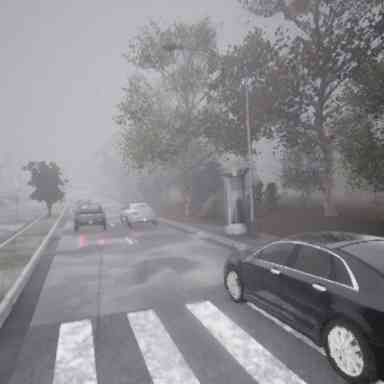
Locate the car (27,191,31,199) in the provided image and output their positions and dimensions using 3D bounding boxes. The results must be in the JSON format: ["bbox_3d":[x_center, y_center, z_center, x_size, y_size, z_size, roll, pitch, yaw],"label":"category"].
[{"bbox_3d":[-39.605,1.313,74.524,4.792,1.488,2.163,-4,2,-39],"label":"car"}]

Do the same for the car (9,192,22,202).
[{"bbox_3d":[-34.728,1.186,60.329,5.566,2.045,2.435,-4,2,-39],"label":"car"}]

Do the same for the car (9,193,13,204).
[{"bbox_3d":[-31.624,1.544,51.971,5.366,1.575,1.946,-4,2,-39],"label":"car"}]

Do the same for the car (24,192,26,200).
[{"bbox_3d":[-37.665,1.214,68.851,4.553,1.767,2.185,-4,2,-39],"label":"car"}]

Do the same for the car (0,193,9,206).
[{"bbox_3d":[-30.782,1.351,49.030,5.566,2.045,2.435,-4,2,-39],"label":"car"}]

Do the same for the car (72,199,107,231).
[{"bbox_3d":[-6.463,1.494,21.011,2.128,1.511,4.902,-2,1,-19],"label":"car"}]

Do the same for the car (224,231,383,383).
[{"bbox_3d":[2.140,1.410,5.418,1.837,1.490,4.892,-2,1,-19],"label":"car"}]

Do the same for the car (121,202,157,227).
[{"bbox_3d":[-3.585,1.416,22.022,1.812,1.442,4.674,-2,1,-19],"label":"car"}]

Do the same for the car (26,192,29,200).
[{"bbox_3d":[-38.617,1.311,71.708,4.892,1.521,2.231,-4,2,-39],"label":"car"}]

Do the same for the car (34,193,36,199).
[{"bbox_3d":[-42.502,1.247,83.067,4.674,1.452,2.002,-4,2,-39],"label":"car"}]

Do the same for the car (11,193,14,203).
[{"bbox_3d":[-32.886,1.522,54.568,5.366,1.575,1.946,-4,2,-39],"label":"car"}]

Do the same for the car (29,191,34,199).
[{"bbox_3d":[-40.594,1.008,77.357,5.566,2.045,2.435,-4,2,-39],"label":"car"}]

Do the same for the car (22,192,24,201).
[{"bbox_3d":[-36.633,1.240,66.048,4.553,1.767,2.185,-4,2,-39],"label":"car"}]
